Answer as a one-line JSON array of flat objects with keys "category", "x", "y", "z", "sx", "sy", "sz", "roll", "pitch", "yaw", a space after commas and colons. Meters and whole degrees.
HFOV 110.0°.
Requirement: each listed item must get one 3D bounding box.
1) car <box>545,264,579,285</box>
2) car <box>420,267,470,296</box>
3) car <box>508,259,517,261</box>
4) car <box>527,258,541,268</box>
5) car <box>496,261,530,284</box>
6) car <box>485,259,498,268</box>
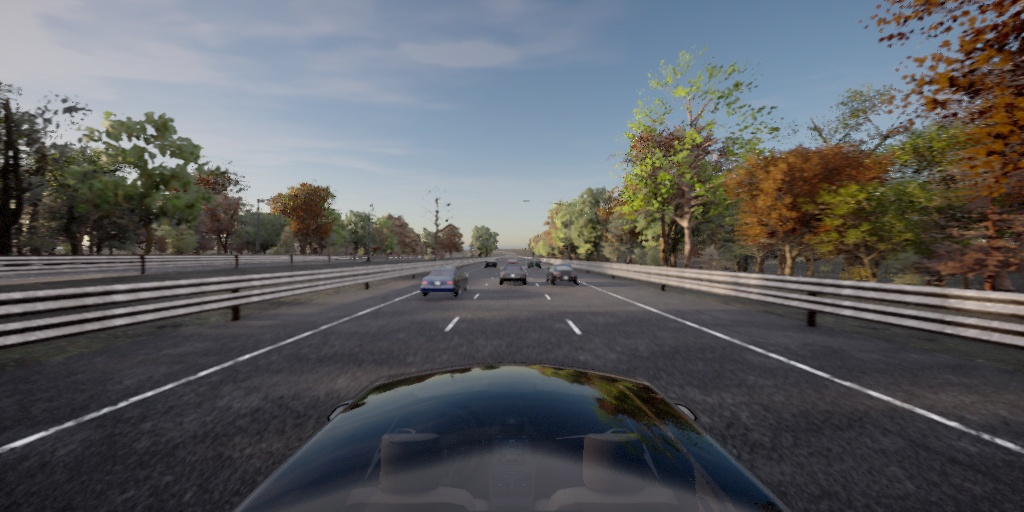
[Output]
[{"category": "car", "x": 3.573, "y": 1.275, "z": 26.051, "sx": 1.812, "sy": 1.442, "sz": 4.674, "roll": 0, "pitch": 0, "yaw": 0}, {"category": "car", "x": -3.450, "y": 1.296, "z": 19.134, "sx": 2.033, "sy": 1.411, "sz": 5.357, "roll": 0, "pitch": 0, "yaw": 0}, {"category": "car", "x": 0.060, "y": 1.225, "z": 60.588, "sx": 1.882, "sy": 1.535, "sz": 5.008, "roll": 0, "pitch": 0, "yaw": 0}, {"category": "car", "x": 3.559, "y": 1.100, "z": 59.231, "sx": 2.097, "sy": 1.767, "sz": 4.553, "roll": 0, "pitch": 0, "yaw": 0}, {"category": "car", "x": 0.073, "y": 1.313, "z": 26.653, "sx": 1.994, "sy": 1.385, "sz": 4.181, "roll": 0, "pitch": 0, "yaw": 0}, {"category": "car", "x": -3.441, "y": 1.224, "z": 60.504, "sx": 1.882, "sy": 1.535, "sz": 5.008, "roll": 0, "pitch": 0, "yaw": 0}]
